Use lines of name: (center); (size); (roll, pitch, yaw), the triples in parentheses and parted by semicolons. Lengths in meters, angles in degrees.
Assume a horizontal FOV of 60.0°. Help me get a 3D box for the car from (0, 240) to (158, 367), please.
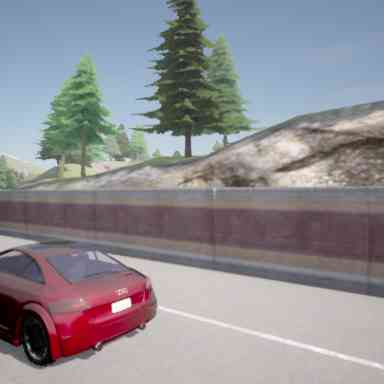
car: (-2.620, 1.569, 5.865); (4.181, 1.385, 1.994); (0, 0, 36)
